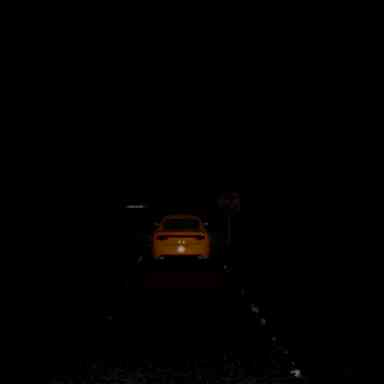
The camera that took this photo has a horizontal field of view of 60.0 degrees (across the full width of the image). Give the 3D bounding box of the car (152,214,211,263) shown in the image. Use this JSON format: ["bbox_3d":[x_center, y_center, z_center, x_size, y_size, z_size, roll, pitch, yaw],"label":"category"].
[{"bbox_3d":[-0.383,1.567,12.359,1.882,1.535,5.008,0,0,-2],"label":"car"}]

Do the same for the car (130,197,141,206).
[{"bbox_3d":[-11.094,1.865,65.564,2.097,1.767,4.553,0,-1,-9],"label":"car"}]

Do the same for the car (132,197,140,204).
[{"bbox_3d":[-13.645,2.081,81.317,1.812,1.442,4.674,0,0,-9],"label":"car"}]
